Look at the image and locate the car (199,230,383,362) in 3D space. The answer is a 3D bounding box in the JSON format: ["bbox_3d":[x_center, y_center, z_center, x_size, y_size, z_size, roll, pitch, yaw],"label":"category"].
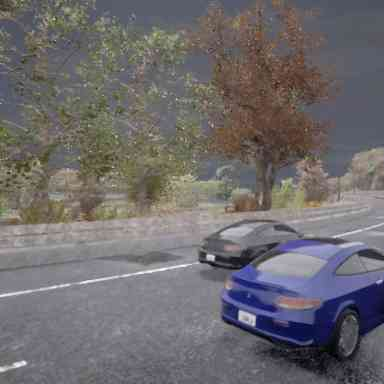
[{"bbox_3d":[2.546,1.549,5.946,4.674,1.442,1.812,0,0,-39],"label":"car"}]

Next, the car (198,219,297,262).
[{"bbox_3d":[2.262,1.566,10.230,4.674,1.442,1.812,0,0,-40],"label":"car"}]
